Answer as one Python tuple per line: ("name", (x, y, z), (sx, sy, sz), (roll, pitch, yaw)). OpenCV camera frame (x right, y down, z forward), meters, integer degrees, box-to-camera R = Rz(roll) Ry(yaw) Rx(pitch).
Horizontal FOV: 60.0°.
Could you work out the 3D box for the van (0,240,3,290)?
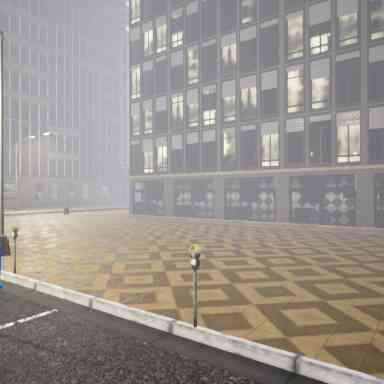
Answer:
("van", (-5.636, 1.337, 7.009), (3.998, 1.788, 1.690), (0, 0, 36))
